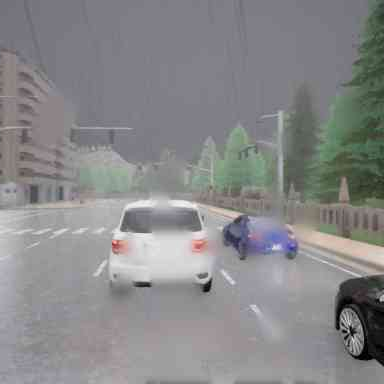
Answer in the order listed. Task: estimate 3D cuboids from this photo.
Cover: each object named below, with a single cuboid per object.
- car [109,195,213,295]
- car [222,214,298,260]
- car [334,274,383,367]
[{"bbox_3d":[-0.793,1.221,8.951,2.150,2.045,5.566,0,0,-5],"label":"car"},{"bbox_3d":[2.354,1.526,12.308,1.812,1.442,4.674,0,0,-6],"label":"car"},{"bbox_3d":[3.125,1.492,3.080,2.128,1.511,4.902,0,0,-3],"label":"car"}]
